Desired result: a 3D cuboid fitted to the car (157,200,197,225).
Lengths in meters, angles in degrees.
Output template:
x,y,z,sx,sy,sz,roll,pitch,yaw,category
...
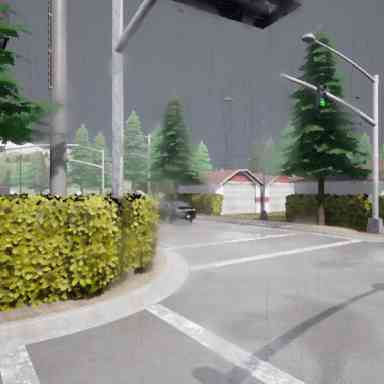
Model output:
x,y,z,sx,sy,sz,roll,pitch,yaw,category
-1.642,1.321,23.030,2.128,1.511,4.902,0,1,-36,car
